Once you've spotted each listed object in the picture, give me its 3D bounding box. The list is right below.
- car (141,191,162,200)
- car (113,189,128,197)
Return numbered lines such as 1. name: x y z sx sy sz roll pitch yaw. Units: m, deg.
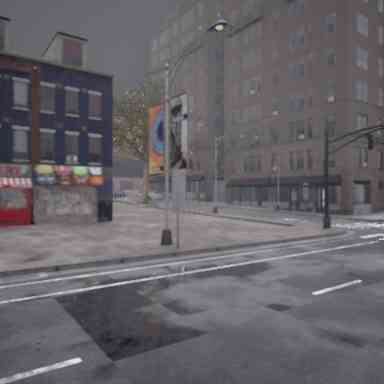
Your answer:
1. car: -6.440 0.535 53.289 1.812 1.442 4.674 0 3 -35
2. car: -13.081 0.150 57.883 2.033 1.411 5.357 0 3 -35
